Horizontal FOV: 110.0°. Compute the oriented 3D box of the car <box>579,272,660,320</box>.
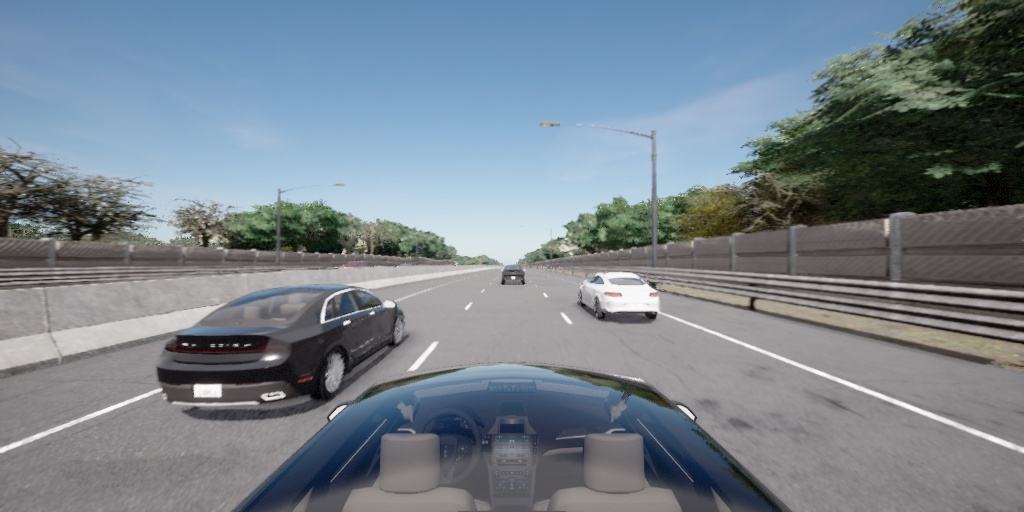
[{"bbox_3d":[3.601,1.287,12.638,1.812,1.442,4.674,0,0,0],"label":"car"}]

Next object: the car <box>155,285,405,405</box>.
[{"bbox_3d":[-3.399,1.256,6.427,1.837,1.490,4.892,0,0,0],"label":"car"}]

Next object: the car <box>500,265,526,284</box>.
[{"bbox_3d":[0.100,1.520,30.248,1.837,1.490,4.892,0,-2,0],"label":"car"}]

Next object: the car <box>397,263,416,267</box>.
[{"bbox_3d":[-14.002,1.610,47.871,1.882,1.535,5.008,0,-1,0],"label":"car"}]

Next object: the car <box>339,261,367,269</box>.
[{"bbox_3d":[-21.002,1.721,47.829,2.150,2.045,5.566,0,-1,0],"label":"car"}]

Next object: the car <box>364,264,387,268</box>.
[{"bbox_3d":[-17.503,2.009,47.769,1.812,1.442,4.674,0,-2,0],"label":"car"}]
